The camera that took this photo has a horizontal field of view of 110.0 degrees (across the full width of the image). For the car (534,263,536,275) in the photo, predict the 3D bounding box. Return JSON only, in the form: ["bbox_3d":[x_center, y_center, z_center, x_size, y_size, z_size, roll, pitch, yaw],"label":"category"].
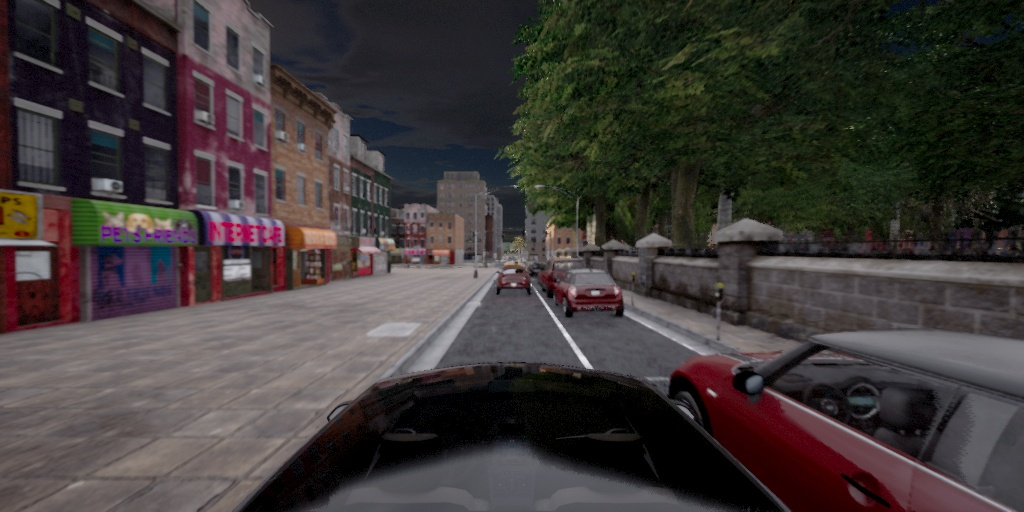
[{"bbox_3d":[2.627,1.330,24.074,1.802,1.307,4.207,0,0,0],"label":"car"}]

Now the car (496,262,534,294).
[{"bbox_3d":[0.089,1.270,20.320,1.812,1.442,4.674,0,0,0],"label":"car"}]

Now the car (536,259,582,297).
[{"bbox_3d":[2.629,1.059,18.624,2.192,1.841,5.009,0,0,0],"label":"car"}]

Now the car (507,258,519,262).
[{"bbox_3d":[0.082,1.250,40.529,1.882,1.535,5.008,0,0,0],"label":"car"}]

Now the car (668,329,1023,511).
[{"bbox_3d":[2.636,1.189,2.275,1.967,1.591,4.097,0,0,0],"label":"car"}]

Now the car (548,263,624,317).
[{"bbox_3d":[2.632,1.183,13.174,1.967,1.591,4.097,0,0,0],"label":"car"}]

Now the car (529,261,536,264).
[{"bbox_3d":[2.622,1.328,34.974,1.948,1.339,4.313,0,0,0],"label":"car"}]
